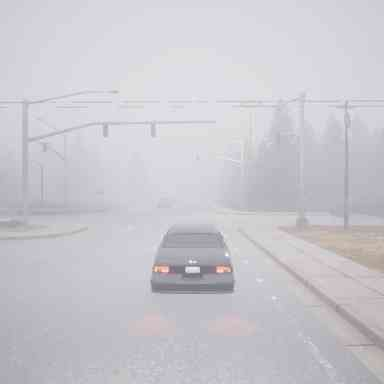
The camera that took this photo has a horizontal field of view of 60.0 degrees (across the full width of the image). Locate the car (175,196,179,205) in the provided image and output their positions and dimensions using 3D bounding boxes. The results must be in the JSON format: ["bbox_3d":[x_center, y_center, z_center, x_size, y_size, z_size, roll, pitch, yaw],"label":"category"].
[{"bbox_3d":[-3.688,1.491,54.717,2.128,1.511,4.902,0,0,0],"label":"car"}]

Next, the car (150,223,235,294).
[{"bbox_3d":[0.031,1.545,8.940,2.033,1.411,5.357,0,0,0],"label":"car"}]

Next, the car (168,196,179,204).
[{"bbox_3d":[-3.566,1.505,65.765,1.837,1.490,4.892,0,0,1],"label":"car"}]

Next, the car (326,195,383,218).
[{"bbox_3d":[14.969,1.250,29.601,5.566,2.045,2.150,0,0,1],"label":"car"}]

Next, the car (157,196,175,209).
[{"bbox_3d":[-3.693,1.505,45.065,1.837,1.490,4.892,0,0,0],"label":"car"}]
